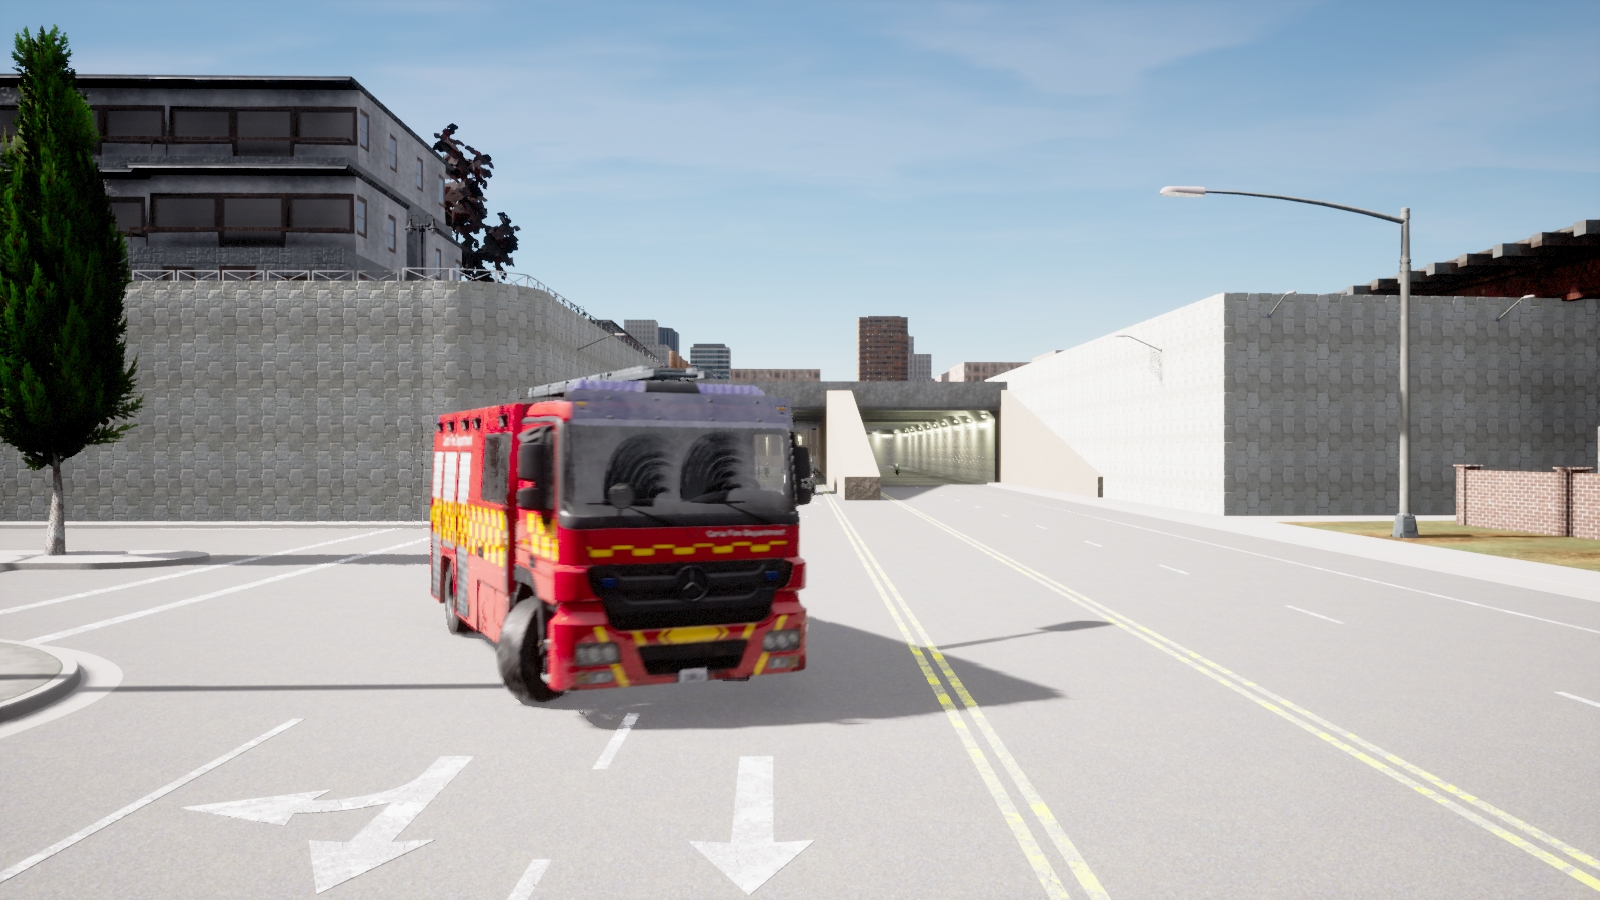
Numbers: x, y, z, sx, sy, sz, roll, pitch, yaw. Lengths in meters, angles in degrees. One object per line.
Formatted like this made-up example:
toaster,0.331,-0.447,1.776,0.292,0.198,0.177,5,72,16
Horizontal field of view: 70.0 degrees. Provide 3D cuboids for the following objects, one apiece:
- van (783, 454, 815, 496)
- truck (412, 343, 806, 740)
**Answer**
van,-0.056,1.534,73.501,1.988,2.561,5.915,0,0,0
truck,-3.122,0.890,15.450,2.891,3.827,8.468,1,0,-26
